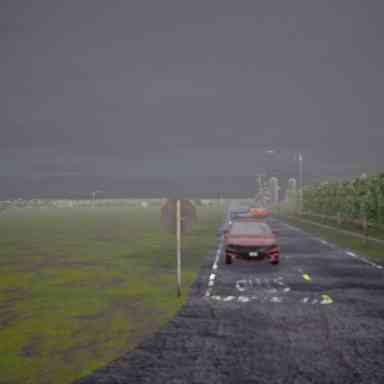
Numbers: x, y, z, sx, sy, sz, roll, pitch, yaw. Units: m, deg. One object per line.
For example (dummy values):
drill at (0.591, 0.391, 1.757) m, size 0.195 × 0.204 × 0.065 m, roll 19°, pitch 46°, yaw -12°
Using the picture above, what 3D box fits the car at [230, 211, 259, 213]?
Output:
car at (3.565, 2.243, 23.542) m, size 1.895 × 1.301 × 4.718 m, roll -1°, pitch -2°, yaw 7°

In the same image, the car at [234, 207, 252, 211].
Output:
car at (5.019, 2.522, 35.343) m, size 1.994 × 1.385 × 4.181 m, roll -1°, pitch -2°, yaw 7°

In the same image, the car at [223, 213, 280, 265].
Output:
car at (2.330, 1.852, 13.477) m, size 1.882 × 1.535 × 5.008 m, roll -1°, pitch -2°, yaw 7°

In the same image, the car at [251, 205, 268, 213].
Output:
car at (9.305, 2.569, 46.247) m, size 2.097 × 1.767 × 4.553 m, roll -1°, pitch -2°, yaw 7°

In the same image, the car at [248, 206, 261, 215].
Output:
car at (10.529, 3.049, 56.281) m, size 1.994 × 1.385 × 4.181 m, roll -1°, pitch -2°, yaw 7°
